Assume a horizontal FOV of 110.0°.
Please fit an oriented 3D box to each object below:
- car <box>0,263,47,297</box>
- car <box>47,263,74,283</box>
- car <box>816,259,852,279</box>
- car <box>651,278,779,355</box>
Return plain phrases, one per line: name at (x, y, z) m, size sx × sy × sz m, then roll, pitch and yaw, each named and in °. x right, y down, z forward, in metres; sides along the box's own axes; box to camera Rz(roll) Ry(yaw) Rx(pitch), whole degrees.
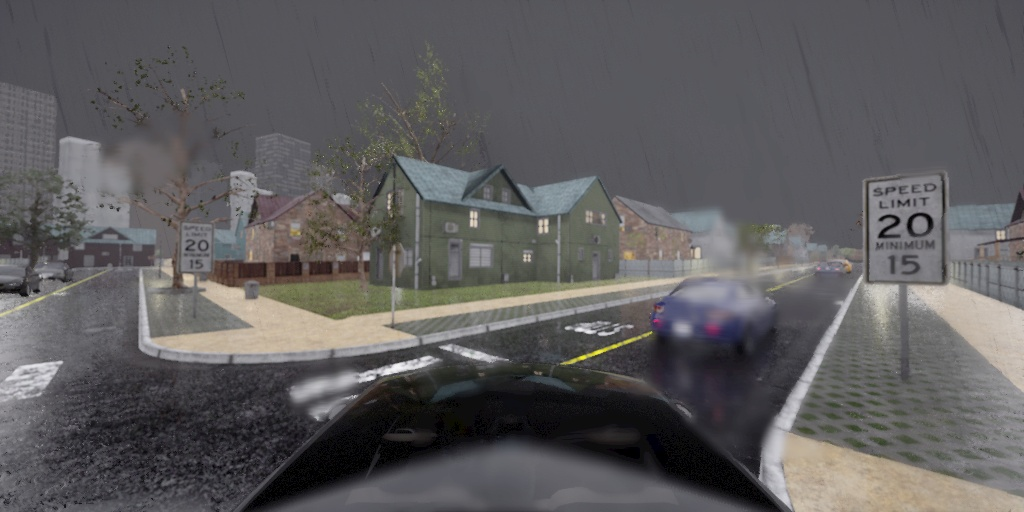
car at (-25.360, 1.234, 17.942) m, size 4.892 × 1.490 × 1.837 m, roll 0°, pitch -1°, yaw 44°
car at (-34.760, 1.251, 27.044) m, size 4.902 × 1.511 × 2.128 m, roll 0°, pitch -1°, yaw 44°
car at (27.950, 1.177, 31.361) m, size 5.357 × 1.411 × 2.033 m, roll 0°, pitch 0°, yaw -44°
car at (4.976, 1.246, 8.643) m, size 4.674 × 1.442 × 1.812 m, roll 0°, pitch 0°, yaw -45°
